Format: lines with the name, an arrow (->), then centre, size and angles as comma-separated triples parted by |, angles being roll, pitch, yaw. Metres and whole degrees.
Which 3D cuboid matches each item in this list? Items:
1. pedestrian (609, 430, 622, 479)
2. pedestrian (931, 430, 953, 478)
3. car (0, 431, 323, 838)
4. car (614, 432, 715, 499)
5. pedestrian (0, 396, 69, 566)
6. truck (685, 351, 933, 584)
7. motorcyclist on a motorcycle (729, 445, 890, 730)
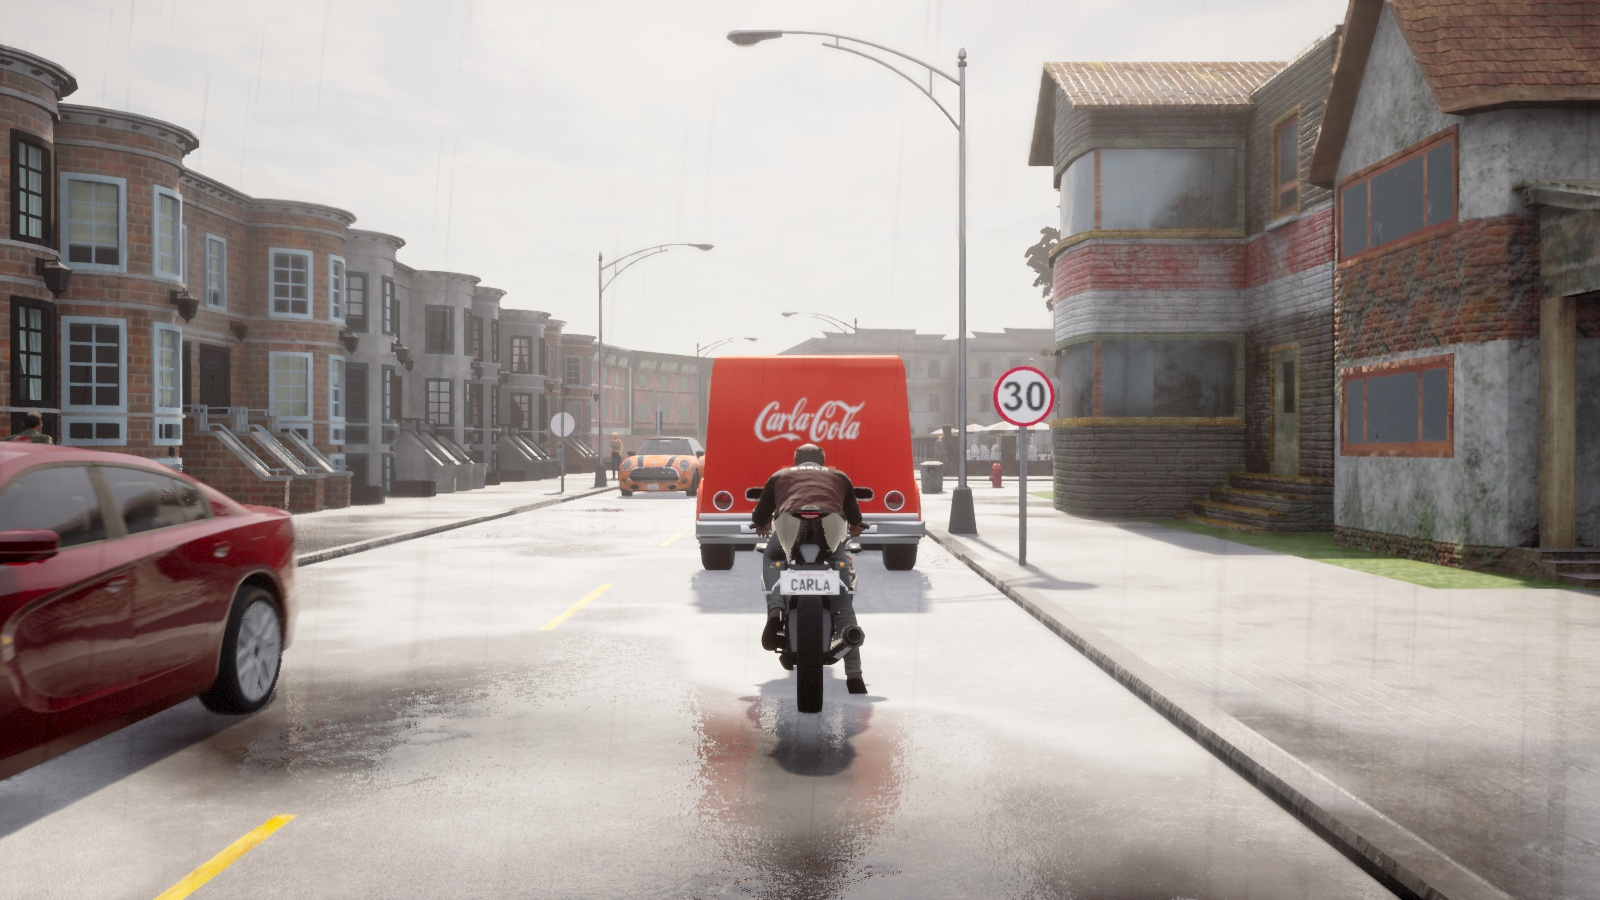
pedestrian -> -6.970, 0.183, 47.477 | 0.345, 1.836, 0.594 | 0, 0, 4
pedestrian -> 5.881, 0.167, 52.143 | 0.873, 1.952, 0.659 | 0, 0, 3
car -> -3.954, 0.690, 5.386 | 1.882, 1.535, 5.008 | 0, 0, 0
car -> -3.791, 0.399, 35.870 | 2.097, 1.767, 4.553 | 0, 0, 4
pedestrian -> -9.062, 0.355, 14.793 | 0.423, 1.949, 0.788 | 0, 0, 1
truck -> 0.105, 0.170, 15.910 | 2.627, 2.467, 5.204 | 0, 0, 0
motorcyclist on a motorcycle -> 0.059, 0.737, 7.850 | 0.866, 1.530, 2.191 | 0, 0, 0
